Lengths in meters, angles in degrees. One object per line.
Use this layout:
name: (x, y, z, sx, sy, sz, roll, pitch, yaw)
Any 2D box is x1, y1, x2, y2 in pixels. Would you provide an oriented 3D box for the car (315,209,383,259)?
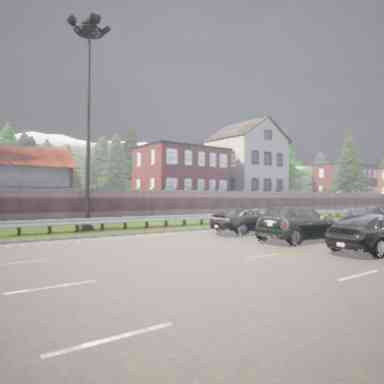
car: (7.338, 1.654, 13.371, 4.892, 1.490, 1.837, 0, 0, -35)

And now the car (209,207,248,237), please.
car: (3.273, 1.640, 19.070, 4.902, 1.511, 2.128, 1, 0, -35)

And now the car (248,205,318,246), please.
car: (5.243, 1.497, 16.175, 4.553, 1.767, 2.097, 1, -1, -35)

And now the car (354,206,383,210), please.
car: (14.687, 1.844, 27.218, 5.357, 1.411, 2.033, 1, 0, -35)
